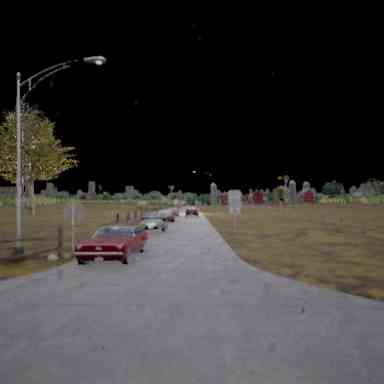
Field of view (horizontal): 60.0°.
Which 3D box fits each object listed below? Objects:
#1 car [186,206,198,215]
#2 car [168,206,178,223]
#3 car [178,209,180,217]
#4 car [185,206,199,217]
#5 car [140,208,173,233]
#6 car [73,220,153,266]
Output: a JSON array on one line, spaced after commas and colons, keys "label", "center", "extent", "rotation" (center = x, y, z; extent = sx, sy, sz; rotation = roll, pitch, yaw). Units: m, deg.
[{"label": "car", "center": [-0.023, 3.238, 59.435], "extent": [1.994, 1.385, 4.181], "rotation": [-1, -2, 0]}, {"label": "car", "center": [-2.861, 2.554, 36.911], "extent": [1.882, 1.535, 5.008], "rotation": [-1, -2, 0]}, {"label": "car", "center": [-2.817, 2.909, 48.795], "extent": [1.837, 1.490, 4.892], "rotation": [-1, -1, 0]}, {"label": "car", "center": [-0.022, 2.856, 49.018], "extent": [1.882, 1.535, 5.008], "rotation": [-1, -2, 0]}, {"label": "car", "center": [-2.866, 2.266, 25.884], "extent": [2.128, 1.511, 4.902], "rotation": [-1, -2, 0]}, {"label": "car", "center": [-3.077, 2.045, 13.571], "extent": [1.895, 1.301, 4.718], "rotation": [-1, -2, 3]}]
